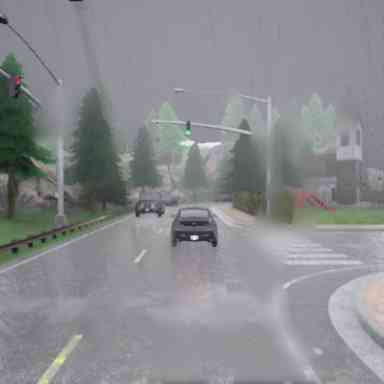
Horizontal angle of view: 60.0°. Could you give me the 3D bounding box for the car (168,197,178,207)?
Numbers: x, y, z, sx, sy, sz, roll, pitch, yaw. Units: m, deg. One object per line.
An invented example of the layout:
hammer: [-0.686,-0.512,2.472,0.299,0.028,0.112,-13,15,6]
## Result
car: [-3.202,1.323,44.298,2.033,1.411,5.357,0,0,11]

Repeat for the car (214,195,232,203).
car: [6.571,1.268,61.296,5.357,1.411,2.033,0,0,-40]

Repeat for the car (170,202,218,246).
car: [0.092,1.423,14.734,1.837,1.490,4.892,0,0,0]

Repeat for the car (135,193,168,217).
car: [-3.612,1.072,29.580,2.150,2.045,5.566,0,0,0]
